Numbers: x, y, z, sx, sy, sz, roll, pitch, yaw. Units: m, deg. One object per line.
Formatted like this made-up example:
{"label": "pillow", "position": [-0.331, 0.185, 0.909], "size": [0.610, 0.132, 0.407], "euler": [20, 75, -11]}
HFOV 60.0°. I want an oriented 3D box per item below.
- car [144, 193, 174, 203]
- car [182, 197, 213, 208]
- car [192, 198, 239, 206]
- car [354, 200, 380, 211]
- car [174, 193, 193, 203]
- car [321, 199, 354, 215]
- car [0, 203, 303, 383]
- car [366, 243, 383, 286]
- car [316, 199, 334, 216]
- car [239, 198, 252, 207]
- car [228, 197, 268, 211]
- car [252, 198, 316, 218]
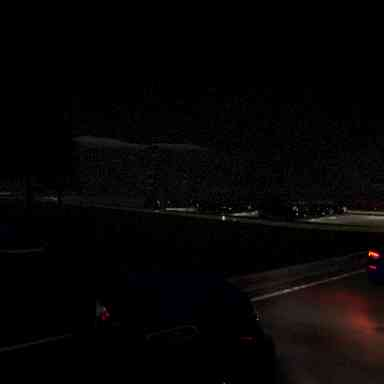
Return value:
{"label": "car", "position": [-4.898, 1.352, 46.432], "size": [2.097, 1.767, 4.553], "euler": [0, 0, -35]}
{"label": "car", "position": [0.762, 1.547, 50.544], "size": [2.033, 1.411, 5.357], "euler": [0, 0, -36]}
{"label": "car", "position": [2.499, 1.505, 36.273], "size": [1.837, 1.490, 4.892], "euler": [0, 0, -36]}
{"label": "car", "position": [19.282, 1.601, 39.069], "size": [1.895, 1.301, 4.718], "euler": [0, 0, -36]}
{"label": "car", "position": [-2.204, 1.223, 48.684], "size": [2.150, 2.045, 5.566], "euler": [0, 0, -36]}
{"label": "car", "position": [13.119, 1.492, 33.607], "size": [2.128, 1.511, 4.902], "euler": [0, 0, -36]}
{"label": "car", "position": [-1.855, 1.221, 2.422], "size": [5.566, 2.045, 2.150], "euler": [0, 0, -35]}
{"label": "car", "position": [6.039, 1.526, 8.071], "size": [4.674, 1.442, 1.812], "euler": [0, 0, -35]}
{"label": "car", "position": [10.404, 1.601, 31.388], "size": [1.895, 1.301, 4.718], "euler": [0, 0, -36]}
{"label": "car", "position": [4.940, 1.492, 38.863], "size": [2.128, 1.511, 4.902], "euler": [0, 0, -36]}
{"label": "car", "position": [6.985, 1.492, 41.998], "size": [2.128, 1.511, 4.902], "euler": [0, 0, -36]}
{"label": "car", "position": [7.895, 1.352, 28.892], "size": [2.097, 1.767, 4.553], "euler": [0, 0, -36]}
